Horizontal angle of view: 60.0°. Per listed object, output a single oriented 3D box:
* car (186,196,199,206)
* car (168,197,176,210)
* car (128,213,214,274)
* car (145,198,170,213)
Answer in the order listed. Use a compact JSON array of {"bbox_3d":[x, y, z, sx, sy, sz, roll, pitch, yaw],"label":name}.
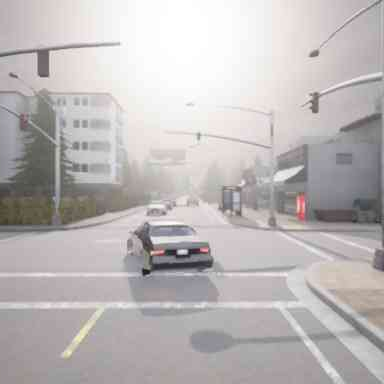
[{"bbox_3d":[0.099,1.504,57.478,2.097,1.767,4.553,0,0,0],"label":"car"},{"bbox_3d":[-3.585,1.623,44.650,1.837,1.490,4.892,0,0,0],"label":"car"},{"bbox_3d":[-0.929,1.598,10.749,2.033,1.411,5.357,0,-1,-16],"label":"car"},{"bbox_3d":[-3.598,1.617,34.647,1.812,1.442,4.674,0,0,0],"label":"car"}]
